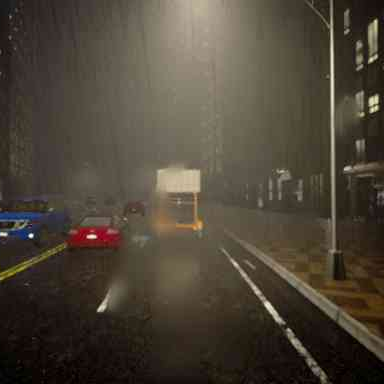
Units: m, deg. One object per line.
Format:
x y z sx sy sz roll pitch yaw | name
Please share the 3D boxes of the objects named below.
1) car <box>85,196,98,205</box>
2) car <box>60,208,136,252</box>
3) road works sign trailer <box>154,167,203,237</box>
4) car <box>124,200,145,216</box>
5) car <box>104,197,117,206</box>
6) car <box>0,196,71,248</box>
-17.901 1.509 59.357 1.837 1.490 4.892 0 0 -14 | car
-3.701 1.568 13.890 1.994 1.385 4.181 0 0 -3 | car
-0.711 0.469 18.009 2.380 3.560 2.880 0 0 -6 | road works sign trailer
-5.662 1.483 32.782 1.882 1.535 5.008 0 0 -8 | car
-13.788 1.539 56.369 1.812 1.442 4.674 0 0 -14 | car
-7.218 1.225 15.160 2.150 2.045 5.566 0 0 -4 | car
